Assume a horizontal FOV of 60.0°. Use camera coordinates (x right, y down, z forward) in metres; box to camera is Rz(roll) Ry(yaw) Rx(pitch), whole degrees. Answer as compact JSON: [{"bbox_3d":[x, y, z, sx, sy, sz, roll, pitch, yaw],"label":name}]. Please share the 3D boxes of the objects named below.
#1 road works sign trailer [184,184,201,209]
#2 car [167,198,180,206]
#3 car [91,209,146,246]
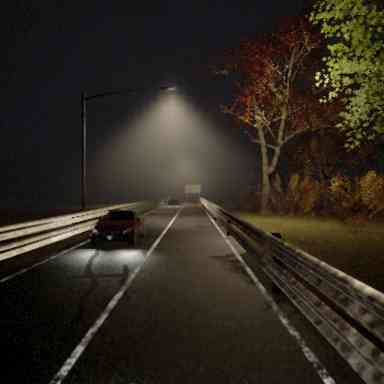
[{"bbox_3d":[0.116,0.597,47.090,2.380,3.560,2.880,0,0,0],"label":"road works sign trailer"},{"bbox_3d":[-3.170,1.725,57.551,1.994,1.385,4.181,0,0,1],"label":"car"},{"bbox_3d":[-3.315,1.570,15.720,1.812,1.442,4.674,0,0,0],"label":"car"}]
